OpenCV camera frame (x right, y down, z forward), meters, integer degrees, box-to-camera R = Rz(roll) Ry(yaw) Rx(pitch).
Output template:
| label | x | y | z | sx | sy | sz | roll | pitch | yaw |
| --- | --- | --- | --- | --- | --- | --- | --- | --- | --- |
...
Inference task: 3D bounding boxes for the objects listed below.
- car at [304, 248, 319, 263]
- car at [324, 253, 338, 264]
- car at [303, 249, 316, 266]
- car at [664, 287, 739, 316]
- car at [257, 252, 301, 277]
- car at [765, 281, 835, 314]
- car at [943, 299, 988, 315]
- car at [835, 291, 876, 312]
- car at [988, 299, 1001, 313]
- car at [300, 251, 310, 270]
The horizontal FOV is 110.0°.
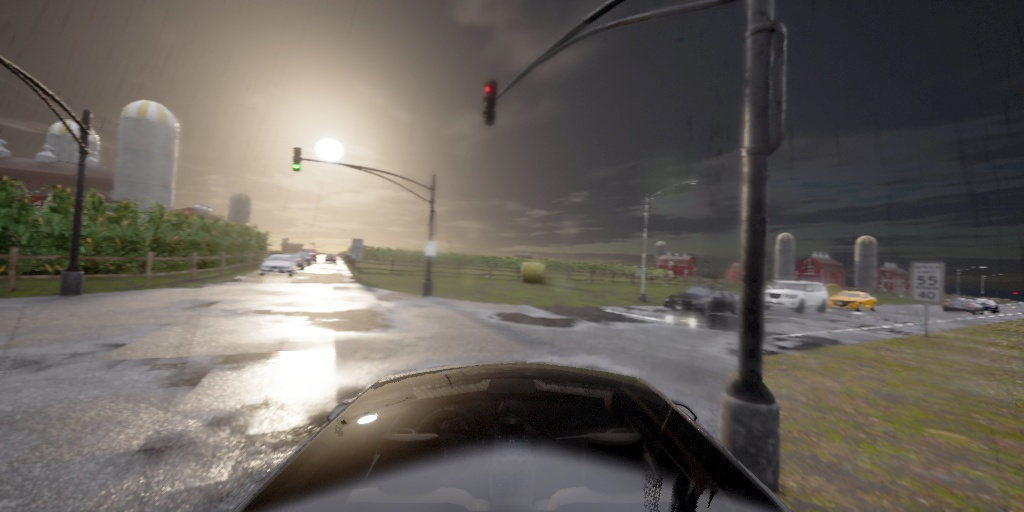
| label | x | y | z | sx | sy | sz | roll | pitch | yaw |
| --- | --- | --- | --- | --- | --- | --- | --- | --- | --- |
| car | -29.283 | -0.092 | 51.872 | 2.150 | 2.045 | 5.566 | 4 | -1 | -26 |
| car | -27.658 | 0.426 | 54.758 | 1.895 | 1.301 | 4.718 | 4 | -1 | -26 |
| car | -24.712 | 0.300 | 42.405 | 1.882 | 1.535 | 5.008 | 4 | -1 | -26 |
| car | 10.493 | 2.364 | 19.266 | 5.357 | 1.411 | 2.033 | 5 | -2 | -34 |
| car | -16.249 | 0.617 | 25.198 | 1.812 | 1.442 | 4.674 | 4 | -1 | -27 |
| car | 19.154 | 2.711 | 24.279 | 5.566 | 2.045 | 2.150 | 4 | -2 | -30 |
| car | 42.526 | 4.742 | 33.777 | 4.181 | 1.385 | 1.994 | 4 | -2 | -30 |
| car | 27.935 | 3.656 | 29.413 | 5.008 | 1.535 | 1.882 | 4 | -2 | -30 |
| car | 51.059 | 5.378 | 38.873 | 4.674 | 1.442 | 1.812 | 5 | -2 | -31 |
| car | -20.310 | 0.486 | 33.405 | 1.812 | 1.442 | 4.674 | 4 | -1 | -26 |
